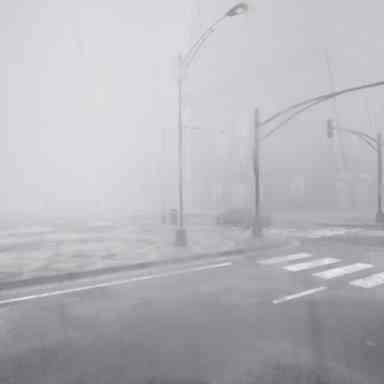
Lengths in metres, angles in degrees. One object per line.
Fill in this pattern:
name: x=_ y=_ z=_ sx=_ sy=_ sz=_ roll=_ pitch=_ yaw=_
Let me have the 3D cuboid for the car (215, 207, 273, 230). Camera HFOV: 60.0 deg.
car: x=3.481 y=1.763 z=22.890 sx=1.994 sy=1.385 sz=4.181 roll=-1 pitch=0 yaw=-35
